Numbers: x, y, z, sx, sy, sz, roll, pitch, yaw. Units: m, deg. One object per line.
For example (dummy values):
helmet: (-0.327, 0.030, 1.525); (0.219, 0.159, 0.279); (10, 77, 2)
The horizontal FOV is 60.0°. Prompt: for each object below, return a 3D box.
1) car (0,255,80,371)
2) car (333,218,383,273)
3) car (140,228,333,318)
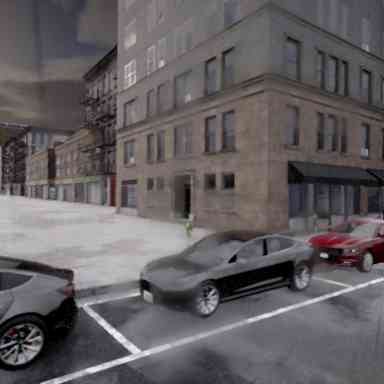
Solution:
car: (-3.650, 1.565, 4.152); (4.313, 1.339, 1.947); (0, 1, -36)
car: (5.584, 1.557, 10.743); (4.507, 1.381, 1.887); (0, 1, -36)
car: (0.967, 1.572, 7.448); (4.313, 1.339, 1.947); (0, 1, -36)
